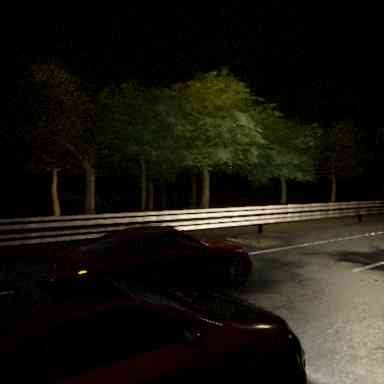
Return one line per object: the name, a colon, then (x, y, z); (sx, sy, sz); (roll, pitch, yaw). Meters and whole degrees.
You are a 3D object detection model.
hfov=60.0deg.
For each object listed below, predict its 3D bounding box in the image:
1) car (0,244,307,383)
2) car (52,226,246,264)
car: (-0.829, 1.556, 3.153); (4.181, 1.385, 1.994); (-1, 0, -35)
car: (-0.717, 1.497, 7.529); (4.674, 1.442, 1.812); (-1, 0, -35)
